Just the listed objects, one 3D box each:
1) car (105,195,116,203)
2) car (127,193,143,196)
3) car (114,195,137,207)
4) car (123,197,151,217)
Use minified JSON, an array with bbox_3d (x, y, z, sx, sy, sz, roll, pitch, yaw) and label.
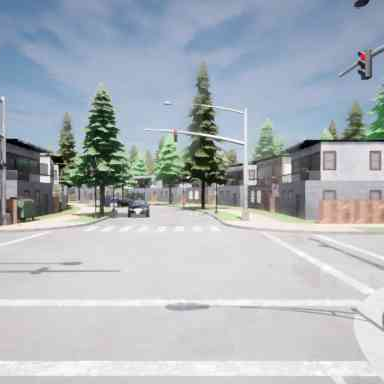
[{"bbox_3d":[-16.518,1.318,66.760,2.097,1.767,4.553,0,0,-45],"label":"car"},{"bbox_3d":[-10.401,1.187,58.418,2.150,2.045,5.566,0,0,-36],"label":"car"},{"bbox_3d":[-9.849,1.566,49.292,1.895,1.301,4.718,0,0,-24],"label":"car"},{"bbox_3d":[-4.844,1.457,30.545,2.128,1.511,4.902,0,0,-7],"label":"car"}]
